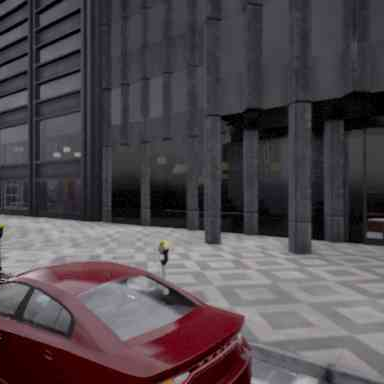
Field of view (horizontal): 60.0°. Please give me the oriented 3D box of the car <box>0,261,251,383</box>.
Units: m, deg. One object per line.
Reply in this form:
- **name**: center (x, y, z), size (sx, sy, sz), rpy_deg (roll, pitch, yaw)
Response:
- **car**: center (-1.519, 1.539, 4.048), size (4.507, 1.381, 1.887), rpy_deg (0, 0, 36)
